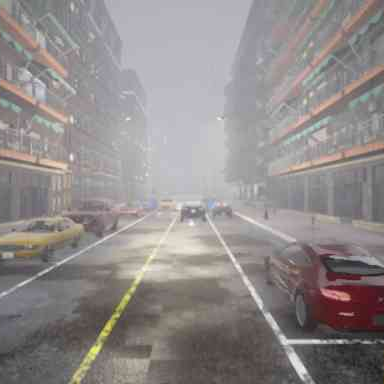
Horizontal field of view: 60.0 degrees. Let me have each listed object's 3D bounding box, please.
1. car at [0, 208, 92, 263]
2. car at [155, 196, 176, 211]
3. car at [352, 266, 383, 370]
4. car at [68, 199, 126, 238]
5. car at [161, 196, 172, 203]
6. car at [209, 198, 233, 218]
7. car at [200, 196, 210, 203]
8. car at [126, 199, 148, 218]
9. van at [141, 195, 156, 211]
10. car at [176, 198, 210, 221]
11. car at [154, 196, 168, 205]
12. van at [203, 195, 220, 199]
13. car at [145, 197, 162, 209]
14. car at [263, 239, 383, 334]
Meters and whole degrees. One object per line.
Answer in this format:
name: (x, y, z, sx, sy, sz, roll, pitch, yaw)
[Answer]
car: (-5.313, 1.511, 12.023, 1.752, 1.417, 4.829, 1, 0, 0)
car: (-2.848, 1.434, 39.232, 1.882, 1.535, 5.008, 0, 0, 0)
car: (2.574, 1.524, 1.051, 1.752, 1.417, 4.829, 1, 0, 0)
car: (-5.314, 1.294, 17.864, 2.192, 1.841, 5.009, 1, 0, 0)
car: (-5.280, 1.480, 68.902, 1.887, 1.381, 4.507, 1, 0, 0)
car: (2.571, 1.517, 29.235, 2.008, 1.369, 4.403, 1, 0, 0)
car: (2.568, 1.480, 68.931, 1.887, 1.381, 4.507, 1, 0, 0)
car: (-5.288, 1.549, 29.206, 1.802, 1.307, 4.206, 1, 0, 0)
van: (-5.275, 1.297, 40.548, 1.690, 1.788, 3.998, 1, 0, 0)
car: (0.097, 1.472, 26.976, 2.163, 1.488, 4.792, 0, 0, 0)
car: (-5.279, 1.493, 57.561, 2.008, 1.369, 4.403, 1, 0, 0)
van: (2.572, 1.297, 40.577, 1.690, 1.788, 3.998, 1, 0, 0)
car: (-5.278, 1.496, 46.219, 1.887, 1.381, 4.507, 1, 0, 0)
car: (2.572, 1.574, 6.553, 1.802, 1.307, 4.206, 1, 0, 0)
